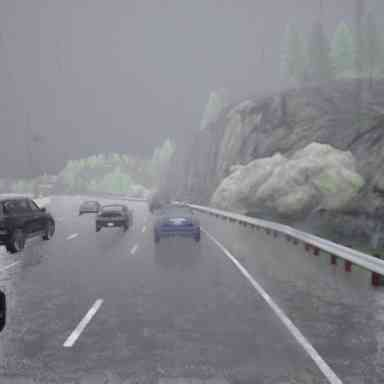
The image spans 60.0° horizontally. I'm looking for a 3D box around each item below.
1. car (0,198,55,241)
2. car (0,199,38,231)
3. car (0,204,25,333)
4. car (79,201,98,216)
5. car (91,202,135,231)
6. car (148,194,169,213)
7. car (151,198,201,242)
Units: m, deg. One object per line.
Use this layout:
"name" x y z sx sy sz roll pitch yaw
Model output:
"car" -7.555 1.238 13.744 2.150 2.045 5.566 0 0 -4
"car" -11.885 1.378 21.562 2.097 1.767 4.553 0 0 -7
"car" -3.493 1.229 2.043 2.150 2.045 5.566 0 0 -1
"car" -10.134 1.570 33.381 2.033 1.411 5.357 0 0 -11
"car" -4.716 1.516 20.567 1.837 1.490 4.892 0 0 -6
"car" -3.521 1.231 35.966 2.150 2.045 5.566 0 0 -11
"car" -0.806 1.355 16.610 2.097 1.767 4.553 0 0 -5
